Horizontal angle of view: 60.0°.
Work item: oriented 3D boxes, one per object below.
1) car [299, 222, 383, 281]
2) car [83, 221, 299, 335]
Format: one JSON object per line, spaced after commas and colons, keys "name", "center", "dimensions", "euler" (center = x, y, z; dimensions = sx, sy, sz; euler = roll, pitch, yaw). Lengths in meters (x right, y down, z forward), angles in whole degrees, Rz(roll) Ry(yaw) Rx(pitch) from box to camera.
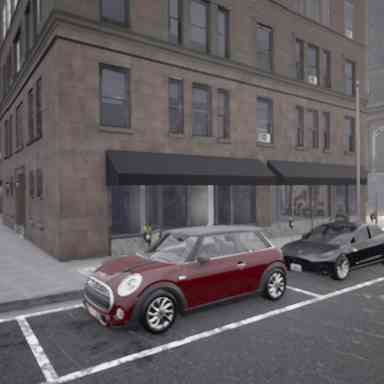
{"name": "car", "center": [4.451, 1.579, 9.863], "dimensions": [4.313, 1.339, 1.947], "euler": [0, -1, -36]}
{"name": "car", "center": [-0.023, 1.445, 6.654], "dimensions": [4.097, 1.590, 1.967], "euler": [0, -1, -36]}
